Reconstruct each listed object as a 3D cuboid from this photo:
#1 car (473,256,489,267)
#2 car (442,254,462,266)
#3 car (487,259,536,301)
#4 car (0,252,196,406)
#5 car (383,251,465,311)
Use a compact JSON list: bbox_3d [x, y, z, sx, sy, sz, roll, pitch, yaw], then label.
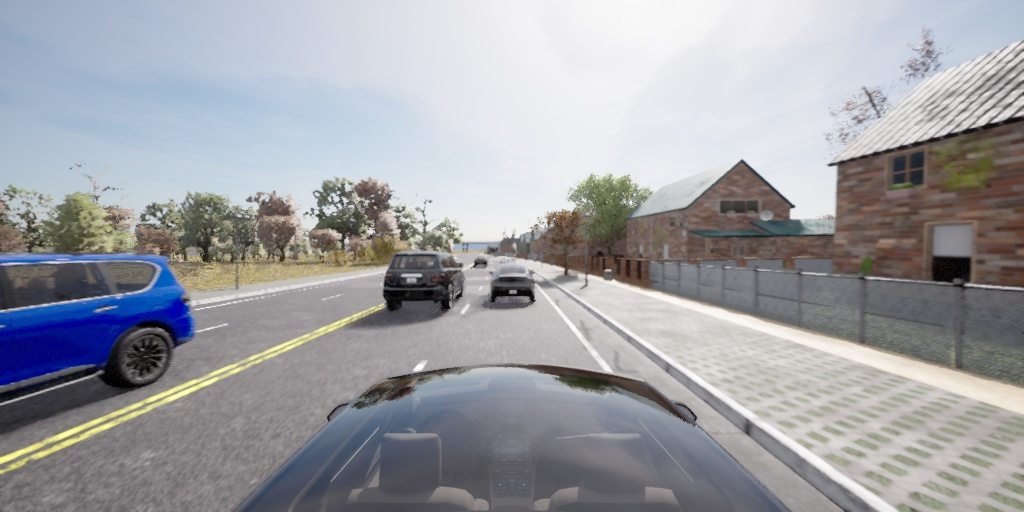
[{"bbox_3d":[-4.219,0.734,49.106,1.837,1.490,4.892,0,0,-3],"label":"car"},{"bbox_3d":[-7.351,0.446,44.347,1.812,1.442,4.674,0,1,-2],"label":"car"},{"bbox_3d":[0.010,1.089,16.166,1.837,1.490,4.892,0,1,-1],"label":"car"},{"bbox_3d":[-6.615,0.983,3.914,2.150,2.045,5.566,0,1,0],"label":"car"},{"bbox_3d":[-3.194,0.846,13.976,2.150,2.045,5.566,0,0,-1],"label":"car"}]
